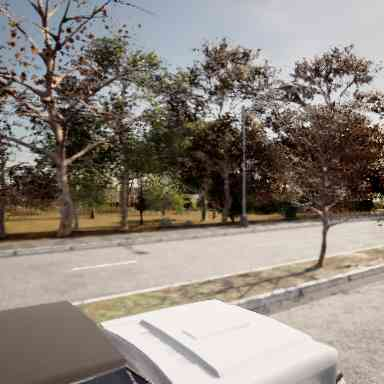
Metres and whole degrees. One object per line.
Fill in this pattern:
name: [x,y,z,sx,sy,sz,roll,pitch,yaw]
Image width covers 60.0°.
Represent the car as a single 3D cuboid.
car: [-0.910,1.606,2.483,4.718,1.301,1.895,1,0,-36]
